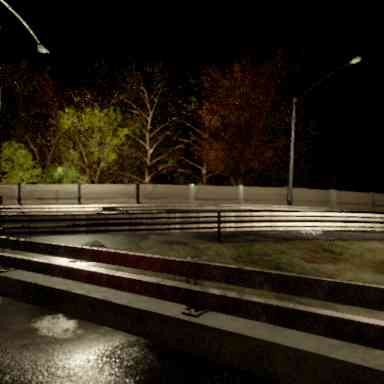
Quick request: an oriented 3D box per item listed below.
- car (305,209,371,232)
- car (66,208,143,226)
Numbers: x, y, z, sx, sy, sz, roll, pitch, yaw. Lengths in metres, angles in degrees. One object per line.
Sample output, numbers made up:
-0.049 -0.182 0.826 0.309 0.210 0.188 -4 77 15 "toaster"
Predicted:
9.727 1.860 22.088 4.181 1.385 1.994 3 -1 -13 "car"
-4.902 1.611 18.771 4.181 1.385 1.994 0 0 -11 "car"
